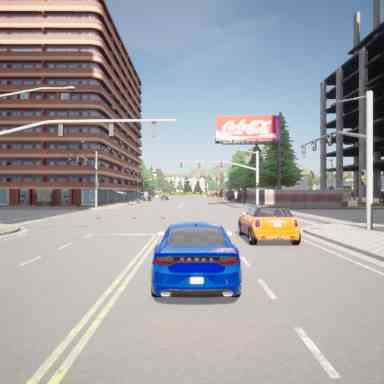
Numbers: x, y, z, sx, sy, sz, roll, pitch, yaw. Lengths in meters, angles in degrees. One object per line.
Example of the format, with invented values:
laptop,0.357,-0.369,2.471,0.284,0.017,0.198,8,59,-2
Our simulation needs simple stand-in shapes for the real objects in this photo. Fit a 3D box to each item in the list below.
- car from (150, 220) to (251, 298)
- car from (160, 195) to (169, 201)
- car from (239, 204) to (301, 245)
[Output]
car,0.085,1.478,8.598,1.882,1.535,5.008,0,0,0
car,-7.155,1.524,86.572,1.812,1.442,4.674,0,0,0
car,3.472,1.352,15.687,2.097,1.767,4.553,0,0,0
